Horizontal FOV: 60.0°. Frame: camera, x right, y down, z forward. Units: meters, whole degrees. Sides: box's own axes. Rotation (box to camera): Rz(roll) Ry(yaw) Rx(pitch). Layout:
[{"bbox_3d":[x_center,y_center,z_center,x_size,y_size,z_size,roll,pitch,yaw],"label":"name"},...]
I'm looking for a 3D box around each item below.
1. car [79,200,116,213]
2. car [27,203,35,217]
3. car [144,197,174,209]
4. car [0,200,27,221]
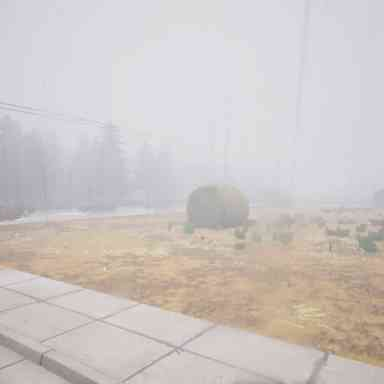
[{"bbox_3d":[-10.674,1.591,37.750,1.994,1.385,4.181,0,0,36],"label":"car"},{"bbox_3d":[-16.622,1.518,29.726,2.128,1.511,4.902,0,0,37],"label":"car"},{"bbox_3d":[-4.516,1.532,46.030,1.837,1.490,4.892,0,0,36],"label":"car"},{"bbox_3d":[-15.307,1.591,25.264,1.994,1.385,4.181,0,0,36],"label":"car"}]
